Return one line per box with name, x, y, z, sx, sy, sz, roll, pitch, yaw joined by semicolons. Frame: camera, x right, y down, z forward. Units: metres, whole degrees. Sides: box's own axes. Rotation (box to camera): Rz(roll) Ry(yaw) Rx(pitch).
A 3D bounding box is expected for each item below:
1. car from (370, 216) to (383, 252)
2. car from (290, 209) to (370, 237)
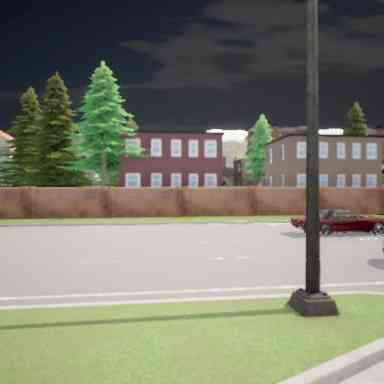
car;8.319;1.483;10.259;4.674;1.442;1.812;0;0;-7
car;7.677;1.546;17.231;4.718;1.301;1.895;0;0;-8
